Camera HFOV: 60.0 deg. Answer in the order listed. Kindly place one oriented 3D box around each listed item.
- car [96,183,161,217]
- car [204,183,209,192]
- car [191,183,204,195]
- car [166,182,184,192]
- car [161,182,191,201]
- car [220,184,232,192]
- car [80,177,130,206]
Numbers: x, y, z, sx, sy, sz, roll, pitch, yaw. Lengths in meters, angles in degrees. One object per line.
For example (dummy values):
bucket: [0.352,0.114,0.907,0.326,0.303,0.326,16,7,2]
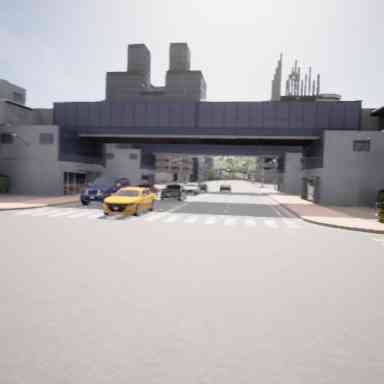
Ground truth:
car: [-3.524,0.486,19.542,1.882,1.535,5.008,2,2,8]
car: [1.601,-0.791,53.288,2.033,1.411,5.357,2,3,9]
car: [-0.012,-0.392,42.737,1.812,1.442,4.674,2,3,9]
car: [-2.478,-0.779,49.816,1.812,1.442,4.674,2,3,9]
car: [-1.672,0.024,31.845,1.837,1.490,4.892,2,2,8]
car: [5.732,-0.743,56.161,1.895,1.301,4.718,2,3,9]
car: [-6.249,-0.094,25.026,2.150,2.045,5.566,2,3,9]
